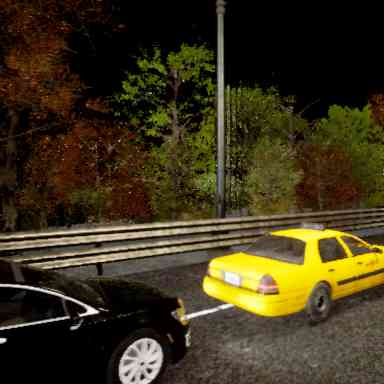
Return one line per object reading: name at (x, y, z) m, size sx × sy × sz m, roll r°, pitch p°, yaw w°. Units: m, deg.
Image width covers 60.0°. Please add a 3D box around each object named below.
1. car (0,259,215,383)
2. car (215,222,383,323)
car at (-2.269, 1.507, 3.539) m, size 4.892 × 1.490 × 1.837 m, roll 0°, pitch 0°, yaw -36°
car at (2.769, 1.435, 7.140) m, size 5.366 × 1.575 × 1.801 m, roll 0°, pitch 0°, yaw -36°
